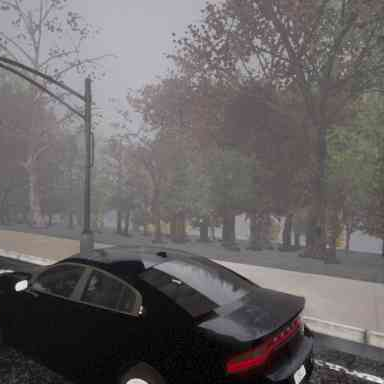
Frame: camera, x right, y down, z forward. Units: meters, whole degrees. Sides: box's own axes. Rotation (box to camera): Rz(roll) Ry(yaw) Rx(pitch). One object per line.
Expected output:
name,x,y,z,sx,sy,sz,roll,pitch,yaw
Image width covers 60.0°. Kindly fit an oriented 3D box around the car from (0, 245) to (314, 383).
car,-1.021,1.477,4.467,5.008,1.535,1.882,0,0,36
